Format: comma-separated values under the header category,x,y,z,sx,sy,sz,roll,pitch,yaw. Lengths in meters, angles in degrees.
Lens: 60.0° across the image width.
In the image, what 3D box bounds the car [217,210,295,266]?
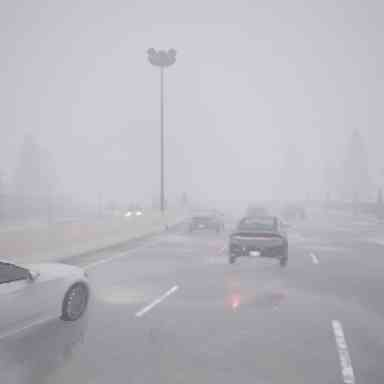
category,x,y,z,sx,sy,sz,roll,pitch,yaw
car,2.506,1.617,12.105,2.128,1.511,4.902,0,-1,16

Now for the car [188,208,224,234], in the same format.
category,x,y,z,sx,sy,sz,roll,pitch,yaw
car,0.948,1.749,20.887,1.812,1.442,4.674,0,-1,11

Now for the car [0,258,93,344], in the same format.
category,x,y,z,sx,sy,sz,roll,pitch,yaw
car,-3.440,1.588,4.825,1.812,1.442,4.674,0,-1,20

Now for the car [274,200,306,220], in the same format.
category,x,y,z,sx,sy,sz,roll,pitch,yaw
car,9.457,1.823,31.706,1.837,1.490,4.892,0,-1,4

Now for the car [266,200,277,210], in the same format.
category,x,y,z,sx,sy,sz,roll,pitch,yaw
car,9.882,1.780,42.130,2.097,1.767,4.553,0,-1,-2

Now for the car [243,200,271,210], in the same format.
category,x,y,z,sx,sy,sz,roll,pitch,yaw
car,5.888,1.825,31.032,1.837,1.490,4.892,0,-1,5
